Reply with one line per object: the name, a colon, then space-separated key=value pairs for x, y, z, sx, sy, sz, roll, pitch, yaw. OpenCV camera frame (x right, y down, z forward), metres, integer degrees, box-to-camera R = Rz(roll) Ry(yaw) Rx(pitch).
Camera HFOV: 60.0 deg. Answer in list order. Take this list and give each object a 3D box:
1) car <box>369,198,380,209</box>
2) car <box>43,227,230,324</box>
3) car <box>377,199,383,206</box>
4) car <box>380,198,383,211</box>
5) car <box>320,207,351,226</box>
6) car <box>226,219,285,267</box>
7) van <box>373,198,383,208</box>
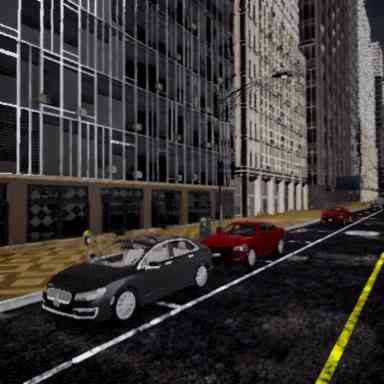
car: x=30.410 y=2.106 z=54.894 sx=2.008 sy=1.369 sz=4.403 roll=-1 pitch=-1 yaw=34
car: x=-1.116 y=1.694 z=7.539 sx=2.008 sy=1.369 sz=4.403 roll=-1 pitch=-1 yaw=34
car: x=39.868 y=2.236 z=69.101 sx=2.008 sy=1.369 sz=4.403 roll=-1 pitch=-1 yaw=34
car: x=28.531 y=1.671 z=47.239 sx=2.150 sy=2.045 sz=5.566 roll=-1 pitch=-1 yaw=34
car: x=11.494 y=1.849 z=26.481 sx=1.887 sy=1.381 sz=4.507 roll=-1 pitch=-1 yaw=34
car: x=2.036 y=1.728 z=12.274 sx=1.887 sy=1.381 sz=4.507 roll=-1 pitch=-1 yaw=34
van: x=33.562 y=1.939 z=59.632 sx=1.690 sy=1.788 sz=3.998 roll=-1 pitch=-1 yaw=34
